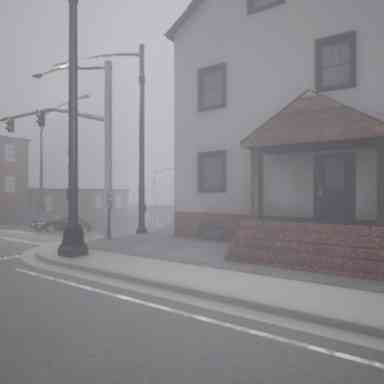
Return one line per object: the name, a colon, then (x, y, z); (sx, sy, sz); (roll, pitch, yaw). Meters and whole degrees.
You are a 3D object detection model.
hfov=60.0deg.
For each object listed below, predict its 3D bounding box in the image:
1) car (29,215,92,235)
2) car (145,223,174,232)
car: (-10.251, 2.551, 26.342); (1.837, 1.490, 4.892); (0, -9, 36)
car: (-3.082, 4.451, 36.363); (2.150, 2.045, 5.566); (0, -14, 35)
